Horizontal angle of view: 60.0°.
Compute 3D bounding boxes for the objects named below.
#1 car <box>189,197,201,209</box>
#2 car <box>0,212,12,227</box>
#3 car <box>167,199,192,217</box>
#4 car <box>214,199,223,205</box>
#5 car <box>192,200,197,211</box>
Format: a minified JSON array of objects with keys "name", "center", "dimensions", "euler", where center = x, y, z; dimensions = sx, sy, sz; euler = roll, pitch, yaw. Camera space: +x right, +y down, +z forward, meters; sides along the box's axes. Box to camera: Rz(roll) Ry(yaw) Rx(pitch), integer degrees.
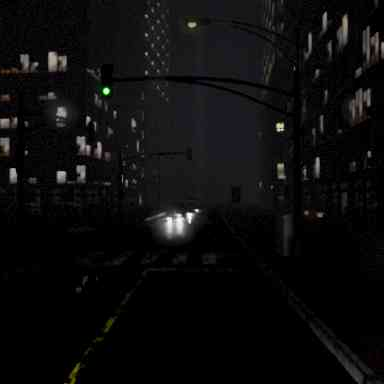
[{"name":"car","center":[0.352,1.842,56.811],"dimensions":[2.150,2.045,5.566],"euler":[0,-1,7]},{"name":"car","center":[-16.588,2.169,26.452],"dimensions":[4.403,1.369,2.008],"euler":[-1,0,10]},{"name":"car","center":[-1.583,1.909,37.021],"dimensions":[2.128,1.511,4.902],"euler":[0,-1,5]},{"name":"car","center":[6.141,2.282,76.530],"dimensions":[1.882,1.535,5.008],"euler":[0,-1,9]},{"name":"car","center":[-0.789,2.116,46.301],"dimensions":[1.895,1.301,4.718],"euler":[0,-1,6]}]
